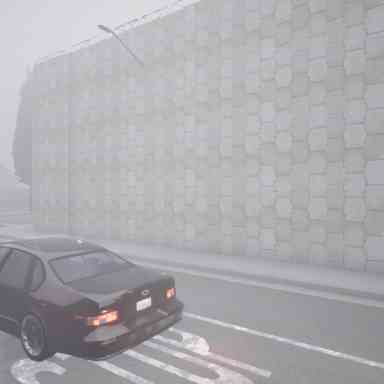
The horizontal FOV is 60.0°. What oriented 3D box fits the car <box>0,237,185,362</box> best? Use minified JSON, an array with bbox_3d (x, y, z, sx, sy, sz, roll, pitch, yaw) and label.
[{"bbox_3d":[-2.693,1.547,5.902,5.357,1.411,2.033,0,0,35],"label":"car"}]
